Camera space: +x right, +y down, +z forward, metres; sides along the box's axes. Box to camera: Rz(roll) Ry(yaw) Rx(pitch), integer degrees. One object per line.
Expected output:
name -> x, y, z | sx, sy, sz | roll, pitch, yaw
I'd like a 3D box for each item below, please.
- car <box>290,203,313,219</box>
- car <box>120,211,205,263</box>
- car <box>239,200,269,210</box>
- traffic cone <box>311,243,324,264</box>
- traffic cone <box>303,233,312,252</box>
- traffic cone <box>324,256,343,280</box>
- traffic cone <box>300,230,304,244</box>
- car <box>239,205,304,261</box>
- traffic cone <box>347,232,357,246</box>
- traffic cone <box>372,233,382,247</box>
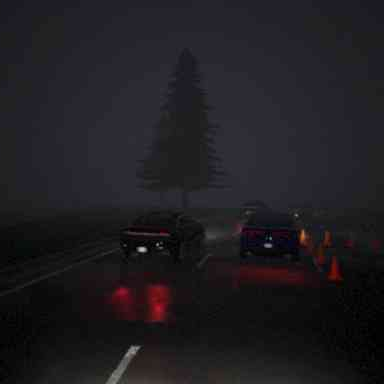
car -> 9.482, 1.613, 29.231 | 1.895, 1.301, 4.718 | 1, 0, 25
car -> -0.825, 1.421, 11.834 | 2.128, 1.511, 4.902 | 1, 0, 14
car -> 5.482, 1.441, 28.810 | 2.128, 1.511, 4.902 | 1, 0, 25
traffic cone -> 4.130, 1.970, 10.688 | 0.340, 0.580, 0.340 | 1, 0, 11
traffic cone -> 4.509, 1.967, 12.652 | 0.340, 0.580, 0.340 | 1, 0, 11
traffic cone -> 3.750, 1.973, 8.724 | 0.340, 0.580, 0.340 | 1, 0, 11
traffic cone -> 4.889, 1.963, 14.615 | 0.340, 0.580, 0.340 | 1, 0, 11
car -> 2.927, 1.465, 12.424 | 1.882, 1.535, 5.008 | 1, 0, 15
traffic cone -> 6.853, 1.997, 14.235 | 0.340, 0.580, 0.340 | 1, 0, 11
traffic cone -> 7.834, 2.013, 14.046 | 0.340, 0.580, 0.340 | 1, 0, 11
